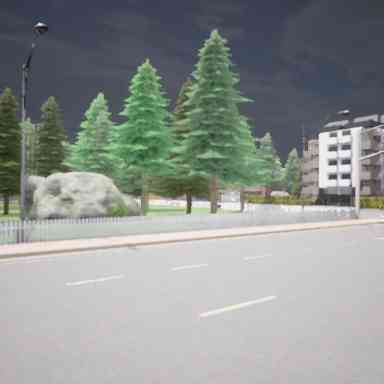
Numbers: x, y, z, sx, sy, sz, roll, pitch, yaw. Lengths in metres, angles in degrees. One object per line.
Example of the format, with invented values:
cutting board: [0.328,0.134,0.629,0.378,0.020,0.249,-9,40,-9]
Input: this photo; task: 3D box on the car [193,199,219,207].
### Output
car: [1.837,1.916,58.897,2.033,1.411,5.357,1,0,-34]

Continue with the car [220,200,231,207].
car: [5.135,2.006,60.252,1.895,1.301,4.718,1,0,-34]
